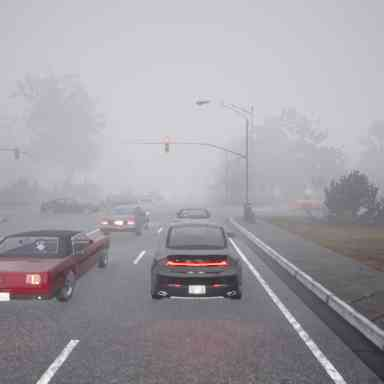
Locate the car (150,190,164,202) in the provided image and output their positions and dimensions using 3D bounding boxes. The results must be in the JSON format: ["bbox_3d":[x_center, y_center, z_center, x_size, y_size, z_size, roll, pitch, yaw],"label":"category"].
[{"bbox_3d":[-7.151,0.730,63.481,2.150,2.045,5.566,0,1,-1],"label":"car"}]

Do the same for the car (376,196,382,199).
[{"bbox_3d":[23.759,0.941,38.969,5.566,2.045,2.150,0,0,-3],"label":"car"}]

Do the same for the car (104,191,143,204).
[{"bbox_3d":[-8.251,1.085,37.360,4.553,1.767,2.097,0,0,-40],"label":"car"}]

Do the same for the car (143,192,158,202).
[{"bbox_3d":[-7.180,1.149,53.306,2.033,1.411,5.357,0,0,0],"label":"car"}]

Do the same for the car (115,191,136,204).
[{"bbox_3d":[-10.679,0.818,53.826,2.150,2.045,5.566,0,0,0],"label":"car"}]

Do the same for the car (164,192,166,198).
[{"bbox_3d":[-7.220,0.872,73.671,1.882,1.535,5.008,0,1,-1],"label":"car"}]

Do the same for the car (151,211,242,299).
[{"bbox_3d":[0.090,1.473,8.343,1.837,1.490,4.892,0,0,0],"label":"car"}]

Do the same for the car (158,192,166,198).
[{"bbox_3d":[-7.706,0.738,86.020,1.812,1.442,4.674,0,1,-3],"label":"car"}]

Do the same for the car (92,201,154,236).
[{"bbox_3d":[-3.442,1.442,17.753,2.033,1.411,5.357,0,0,-1],"label":"car"}]

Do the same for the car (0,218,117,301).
[{"bbox_3d":[-3.411,1.570,8.164,1.895,1.301,4.718,0,0,0],"label":"car"}]

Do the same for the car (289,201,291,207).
[{"bbox_3d":[13.675,1.216,38.383,4.902,1.511,2.128,0,0,-3],"label":"car"}]

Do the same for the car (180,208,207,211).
[{"bbox_3d":[0.084,1.496,17.656,1.895,1.301,4.718,0,0,0],"label":"car"}]

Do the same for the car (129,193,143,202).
[{"bbox_3d":[-10.661,0.984,63.713,1.882,1.535,5.008,0,1,0],"label":"car"}]

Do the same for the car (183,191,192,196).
[{"bbox_3d":[-1.402,0.460,95.140,2.033,1.411,5.357,0,1,-7],"label":"car"}]

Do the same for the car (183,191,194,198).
[{"bbox_3d":[-0.651,0.779,85.262,1.994,1.385,4.181,0,1,-4],"label":"car"}]

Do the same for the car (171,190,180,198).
[{"bbox_3d":[-4.124,0.760,84.726,2.128,1.511,4.902,0,1,-4],"label":"car"}]

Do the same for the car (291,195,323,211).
[{"bbox_3d":[13.197,1.107,34.647,4.553,1.767,2.097,0,0,-3],"label":"car"}]

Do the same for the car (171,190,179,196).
[{"bbox_3d":[-4.882,0.279,94.774,2.097,1.767,4.553,0,1,-7],"label":"car"}]

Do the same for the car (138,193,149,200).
[{"bbox_3d":[-10.724,0.987,73.799,1.895,1.301,4.718,0,1,-1],"label":"car"}]

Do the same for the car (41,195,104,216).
[{"bbox_3d":[-10.811,1.273,29.746,5.008,1.535,1.882,0,0,-3],"label":"car"}]
